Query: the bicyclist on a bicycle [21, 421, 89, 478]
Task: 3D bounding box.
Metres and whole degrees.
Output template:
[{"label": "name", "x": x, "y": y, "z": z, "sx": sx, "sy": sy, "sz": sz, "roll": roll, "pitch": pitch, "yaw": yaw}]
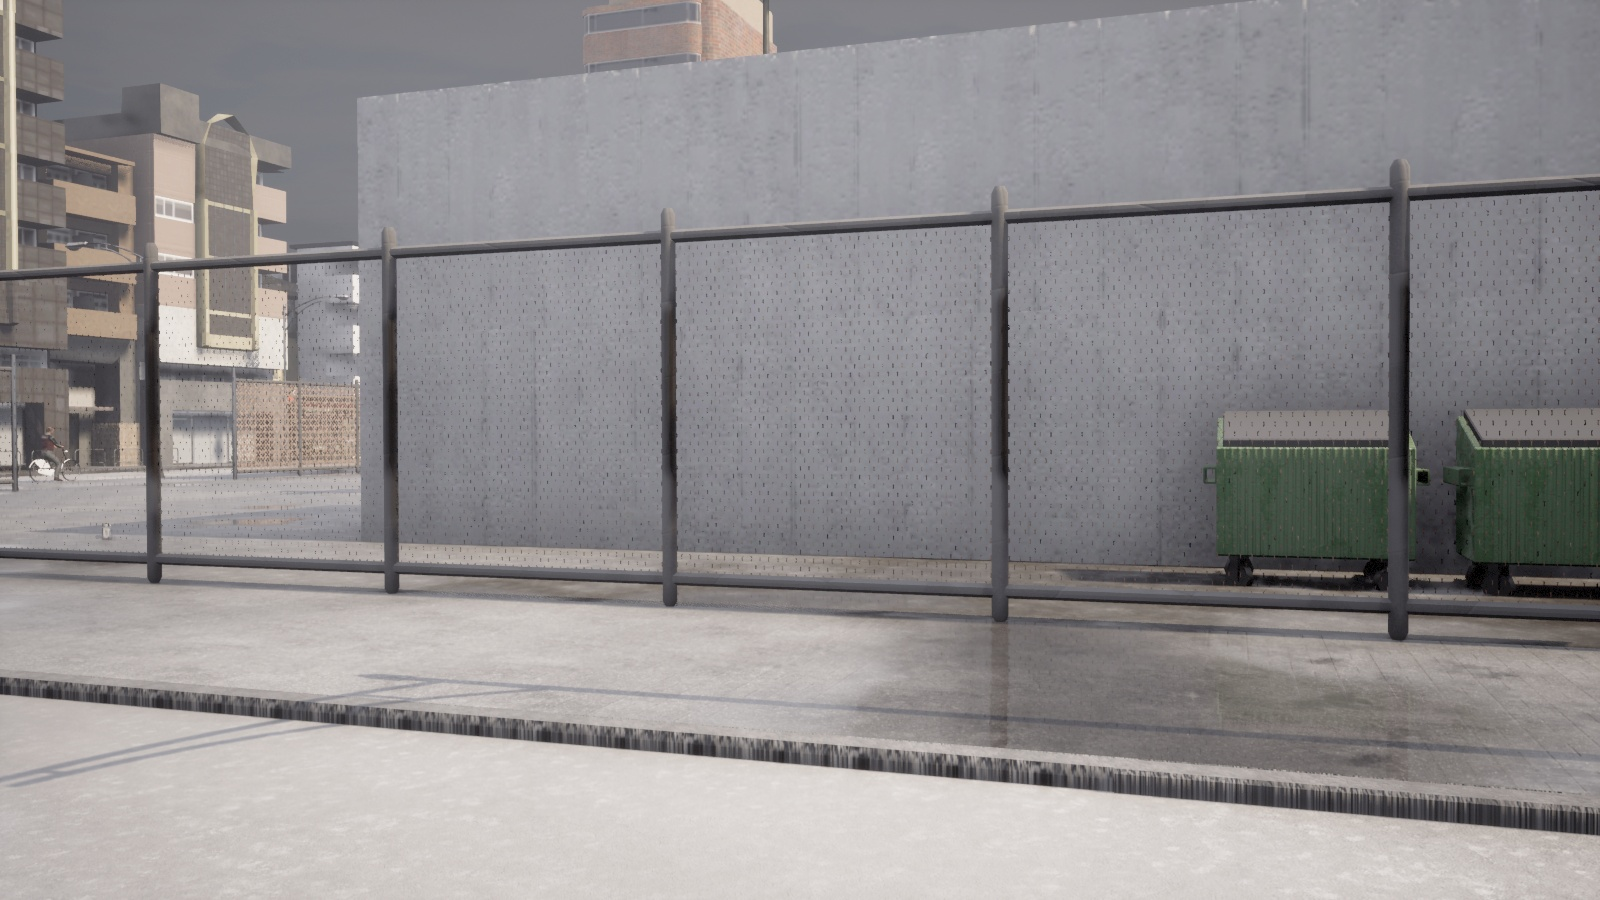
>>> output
[{"label": "bicyclist on a bicycle", "x": -23.671, "y": -0.031, "z": 39.939, "sx": 0.659, "sy": 1.776, "sz": 1.843, "roll": 1, "pitch": 1, "yaw": 19}]
